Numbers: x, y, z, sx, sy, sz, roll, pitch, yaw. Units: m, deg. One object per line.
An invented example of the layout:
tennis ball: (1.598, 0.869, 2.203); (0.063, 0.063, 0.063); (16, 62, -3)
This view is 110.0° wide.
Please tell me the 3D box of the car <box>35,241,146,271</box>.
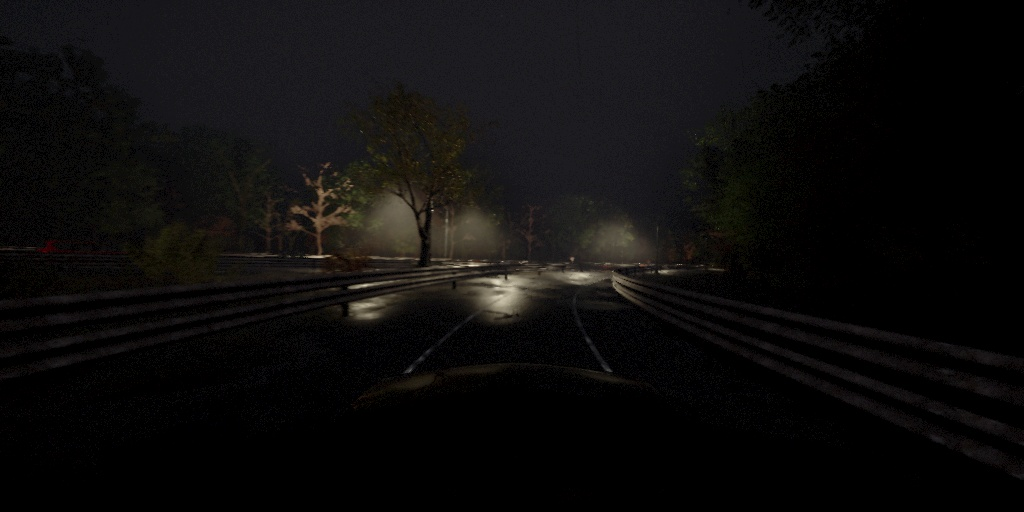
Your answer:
car: (-30.273, 0.003, 26.236); (2.150, 2.045, 5.566); (2, 0, 44)

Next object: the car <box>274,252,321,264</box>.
car: (-24.897, 0.378, 41.868); (2.097, 1.767, 4.553); (2, 0, 44)

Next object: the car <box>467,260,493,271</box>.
car: (-4.548, 1.389, 52.852); (1.812, 1.442, 4.674); (2, 0, 44)

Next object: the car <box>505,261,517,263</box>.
car: (-0.110, 1.587, 62.472); (2.033, 1.411, 5.357); (2, 0, 44)
